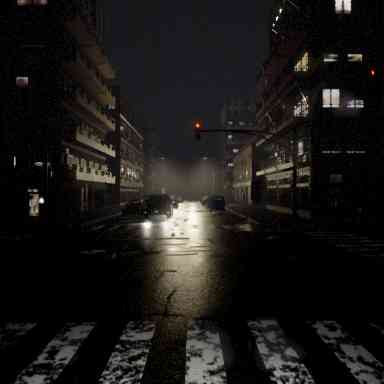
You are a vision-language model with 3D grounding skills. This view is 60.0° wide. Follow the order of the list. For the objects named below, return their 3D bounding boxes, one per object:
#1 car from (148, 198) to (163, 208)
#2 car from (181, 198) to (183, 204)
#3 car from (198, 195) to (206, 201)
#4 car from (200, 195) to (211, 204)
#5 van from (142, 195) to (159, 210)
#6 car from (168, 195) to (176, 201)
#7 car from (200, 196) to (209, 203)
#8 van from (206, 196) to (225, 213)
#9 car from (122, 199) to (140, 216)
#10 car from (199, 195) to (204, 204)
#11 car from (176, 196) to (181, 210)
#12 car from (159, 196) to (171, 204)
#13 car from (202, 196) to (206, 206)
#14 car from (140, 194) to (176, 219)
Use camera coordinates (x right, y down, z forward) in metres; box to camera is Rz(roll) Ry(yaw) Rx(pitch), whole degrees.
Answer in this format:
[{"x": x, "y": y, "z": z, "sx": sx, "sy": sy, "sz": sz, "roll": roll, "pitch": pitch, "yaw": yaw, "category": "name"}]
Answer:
[{"x": -5.321, "y": 1.568, "z": 48.627, "sx": 1.802, "sy": 1.307, "sz": 4.206, "roll": 0, "pitch": 0, "yaw": 0, "category": "car"}, {"x": -2.699, "y": 1.528, "z": 62.784, "sx": 2.033, "sy": 1.411, "sz": 5.357, "roll": 0, "pitch": 0, "yaw": 0, "category": "car"}, {"x": 2.641, "y": 1.527, "z": 87.691, "sx": 1.947, "sy": 1.339, "sz": 4.313, "roll": 0, "pitch": 0, "yaw": 0, "category": "car"}, {"x": 2.622, "y": 1.419, "z": 65.364, "sx": 1.967, "sy": 1.590, "sz": 4.097, "roll": 0, "pitch": 0, "yaw": 0, "category": "car"}, {"x": -5.372, "y": 1.329, "z": 43.046, "sx": 1.690, "sy": 1.788, "sz": 3.998, "roll": 0, "pitch": 0, "yaw": 0, "category": "van"}, {"x": -5.240, "y": 1.512, "z": 87.697, "sx": 2.008, "sy": 1.369, "sz": 4.403, "roll": 0, "pitch": 0, "yaw": 0, "category": "car"}, {"x": 2.627, "y": 1.520, "z": 70.946, "sx": 1.887, "sy": 1.381, "sz": 4.507, "roll": 0, "pitch": 0, "yaw": 0, "category": "car"}, {"x": 2.727, "y": 1.331, "z": 36.836, "sx": 1.690, "sy": 1.788, "sz": 3.998, "roll": 0, "pitch": 0, "yaw": 0, "category": "van"}, {"x": -5.416, "y": 1.432, "z": 31.882, "sx": 1.967, "sy": 1.590, "sz": 4.097, "roll": 0, "pitch": 0, "yaw": 0, "category": "car"}, {"x": 2.614, "y": 1.550, "z": 54.202, "sx": 1.947, "sy": 1.339, "sz": 4.313, "roll": 0, "pitch": 0, "yaw": 0, "category": "car"}, {"x": -2.809, "y": 1.552, "z": 42.963, "sx": 1.994, "sy": 1.385, "sz": 4.181, "roll": 0, "pitch": 0, "yaw": 0, "category": "car"}, {"x": -5.259, "y": 1.524, "z": 65.371, "sx": 1.887, "sy": 1.381, "sz": 4.507, "roll": 0, "pitch": 0, "yaw": 0, "category": "car"}, {"x": 2.697, "y": 1.533, "z": 43.040, "sx": 1.887, "sy": 1.381, "sz": 4.507, "roll": 0, "pitch": 0, "yaw": 0, "category": "car"}, {"x": -2.838, "y": 1.215, "z": 29.365, "sx": 2.150, "sy": 2.045, "sz": 5.566, "roll": 0, "pitch": 0, "yaw": 0, "category": "car"}]
